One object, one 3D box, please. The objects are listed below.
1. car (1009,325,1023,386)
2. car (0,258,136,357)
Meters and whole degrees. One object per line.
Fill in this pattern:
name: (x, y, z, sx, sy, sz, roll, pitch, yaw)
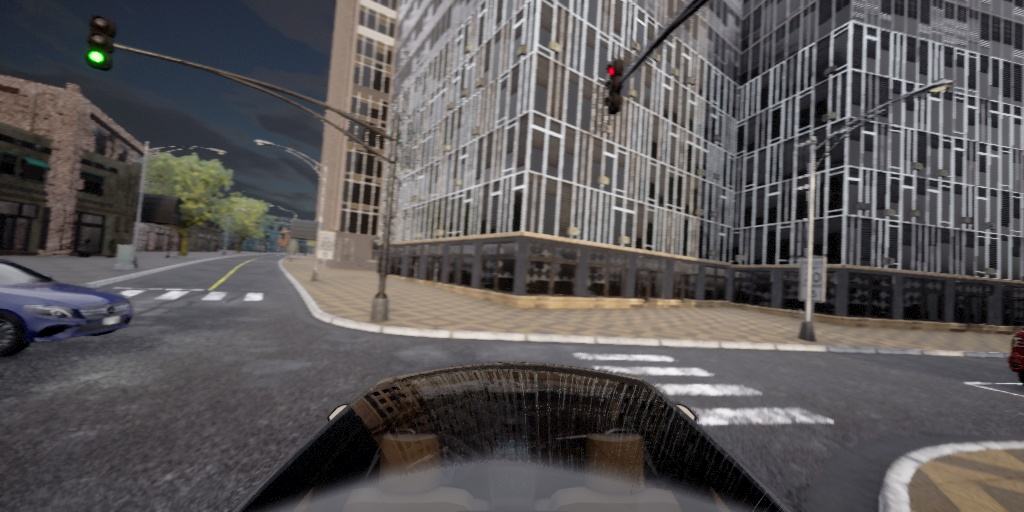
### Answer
car: (13.364, 2.193, 7.550, 5.009, 1.841, 2.192, 0, 0, -11)
car: (-9.289, 0.677, 5.872, 4.674, 1.442, 1.812, 5, -2, -11)
